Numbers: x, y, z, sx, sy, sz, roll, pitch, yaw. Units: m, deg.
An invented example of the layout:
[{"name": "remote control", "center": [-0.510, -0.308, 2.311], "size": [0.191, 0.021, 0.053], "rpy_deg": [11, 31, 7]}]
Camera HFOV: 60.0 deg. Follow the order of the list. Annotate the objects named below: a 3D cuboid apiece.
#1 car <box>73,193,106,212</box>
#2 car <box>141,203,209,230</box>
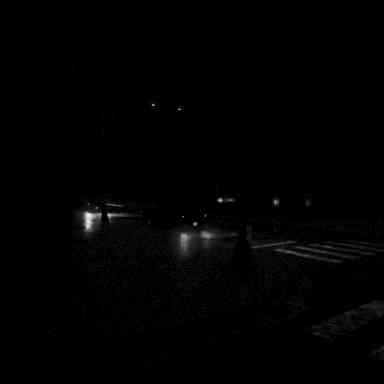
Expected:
[{"name": "car", "center": [-9.767, 1.085, 31.474], "size": [1.895, 1.301, 4.718], "rpy_deg": [0, 1, -35]}, {"name": "car", "center": [-1.091, 1.331, 19.141], "size": [1.895, 1.301, 4.718], "rpy_deg": [0, 1, -35]}]
